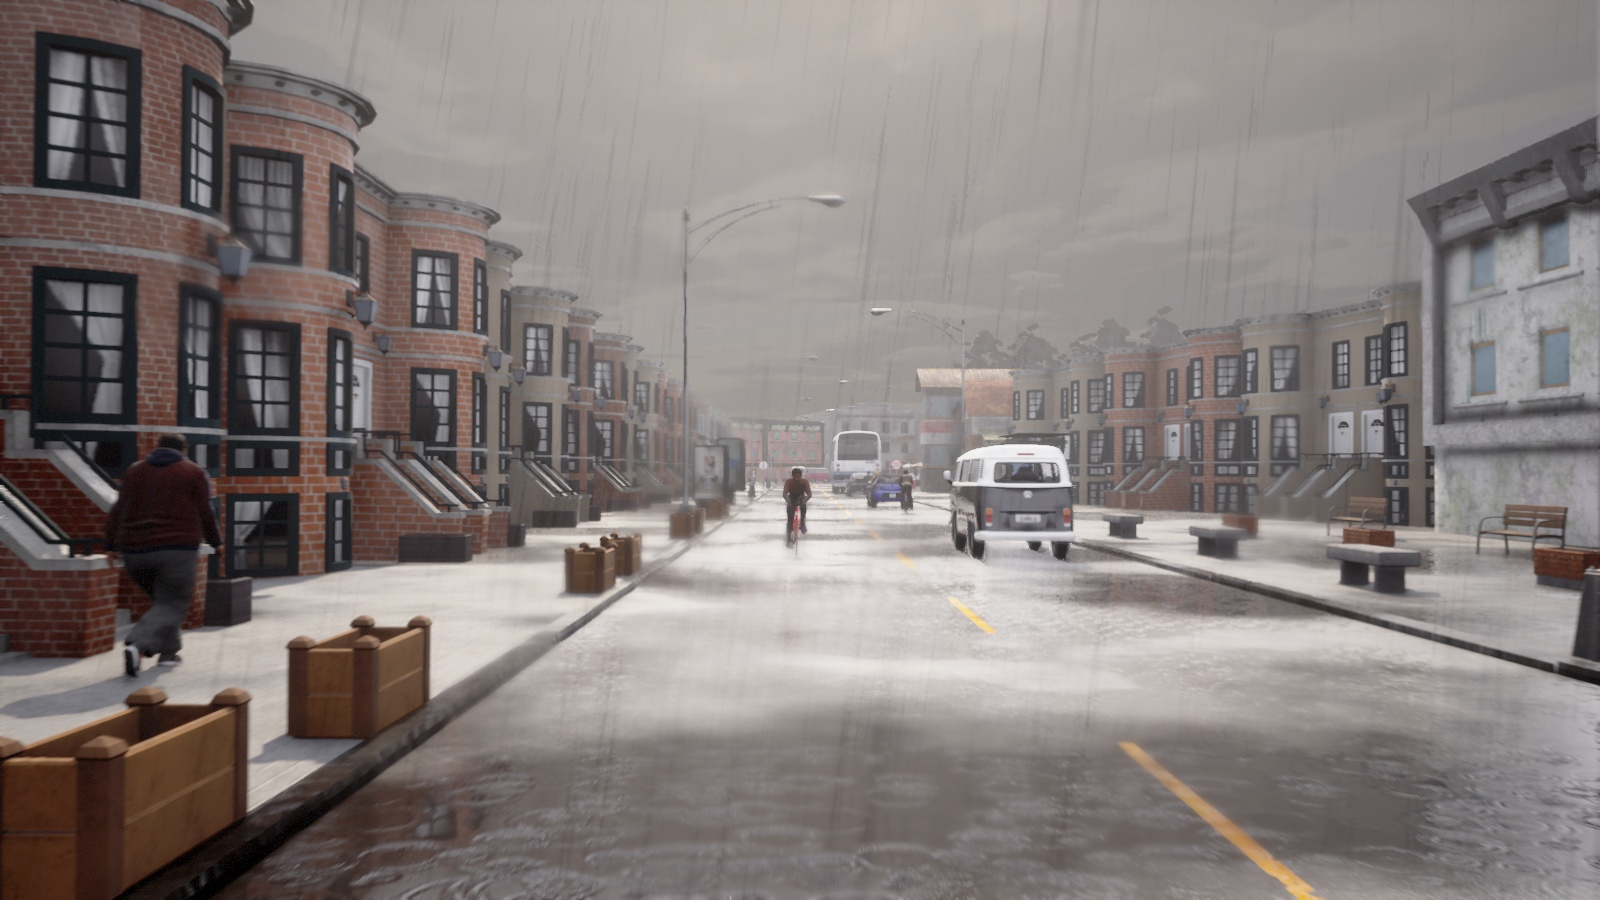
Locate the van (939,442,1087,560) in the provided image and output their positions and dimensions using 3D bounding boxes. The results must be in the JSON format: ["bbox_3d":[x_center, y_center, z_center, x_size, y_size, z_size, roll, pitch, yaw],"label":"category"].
[{"bbox_3d":[3.945,0.925,24.072,2.069,2.038,4.480,0,-1,0],"label":"van"}]

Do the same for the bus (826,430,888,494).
[{"bbox_3d":[3.875,0.911,88.904,3.944,4.253,10.273,0,-1,0],"label":"bus"}]

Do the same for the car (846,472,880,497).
[{"bbox_3d":[3.900,2.123,78.811,1.837,1.490,4.892,0,-1,0],"label":"car"}]

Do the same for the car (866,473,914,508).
[{"bbox_3d":[3.919,1.737,55.215,1.816,1.474,4.193,0,-1,0],"label":"car"}]

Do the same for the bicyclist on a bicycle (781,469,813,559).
[{"bbox_3d":[-0.053,1.161,23.463,0.582,1.620,1.656,0,-1,0],"label":"bicyclist on a bicycle"}]

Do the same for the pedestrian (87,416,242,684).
[{"bbox_3d":[-4.586,0.695,9.114,0.634,1.844,0.899,0,-1,3],"label":"pedestrian"}]
